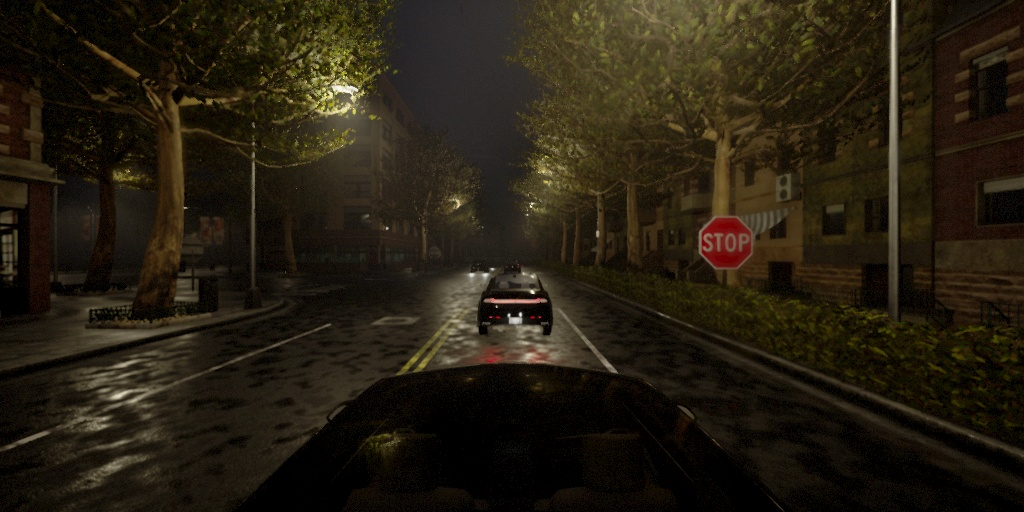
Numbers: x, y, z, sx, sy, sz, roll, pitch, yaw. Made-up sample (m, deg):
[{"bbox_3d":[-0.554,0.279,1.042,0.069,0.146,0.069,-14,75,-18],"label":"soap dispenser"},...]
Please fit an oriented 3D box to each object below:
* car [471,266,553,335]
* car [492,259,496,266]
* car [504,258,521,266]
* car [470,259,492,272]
[{"bbox_3d":[0.079,1.226,10.411,2.128,1.511,4.902,0,0,0],"label":"car"},{"bbox_3d":[-3.638,1.212,57.289,1.994,1.385,4.181,0,0,0],"label":"car"},{"bbox_3d":[0.047,1.226,40.962,2.033,1.411,5.357,0,0,0],"label":"car"},{"bbox_3d":[-3.663,1.182,41.575,1.837,1.490,4.892,0,0,1],"label":"car"}]
